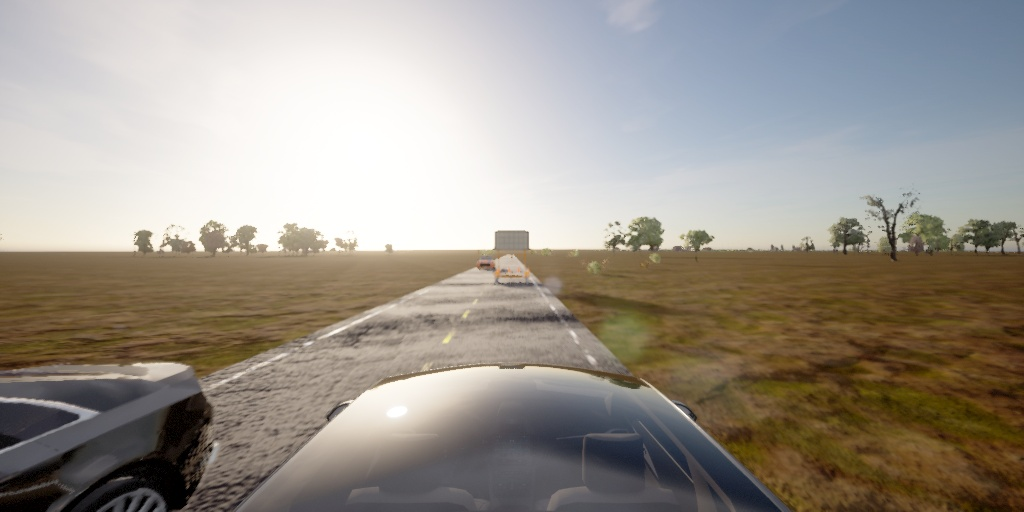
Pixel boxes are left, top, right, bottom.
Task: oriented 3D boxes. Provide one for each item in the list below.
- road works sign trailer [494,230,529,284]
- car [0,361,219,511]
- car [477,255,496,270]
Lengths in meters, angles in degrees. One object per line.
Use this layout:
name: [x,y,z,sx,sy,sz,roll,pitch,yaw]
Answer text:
road works sign trailer: [-0.014,0.013,24.579,2.380,3.560,2.880,0,0,0]
car: [-3.096,1.251,0.578,2.128,1.511,4.902,0,1,0]
car: [-3.083,0.732,43.708,2.097,1.767,4.553,0,0,0]
